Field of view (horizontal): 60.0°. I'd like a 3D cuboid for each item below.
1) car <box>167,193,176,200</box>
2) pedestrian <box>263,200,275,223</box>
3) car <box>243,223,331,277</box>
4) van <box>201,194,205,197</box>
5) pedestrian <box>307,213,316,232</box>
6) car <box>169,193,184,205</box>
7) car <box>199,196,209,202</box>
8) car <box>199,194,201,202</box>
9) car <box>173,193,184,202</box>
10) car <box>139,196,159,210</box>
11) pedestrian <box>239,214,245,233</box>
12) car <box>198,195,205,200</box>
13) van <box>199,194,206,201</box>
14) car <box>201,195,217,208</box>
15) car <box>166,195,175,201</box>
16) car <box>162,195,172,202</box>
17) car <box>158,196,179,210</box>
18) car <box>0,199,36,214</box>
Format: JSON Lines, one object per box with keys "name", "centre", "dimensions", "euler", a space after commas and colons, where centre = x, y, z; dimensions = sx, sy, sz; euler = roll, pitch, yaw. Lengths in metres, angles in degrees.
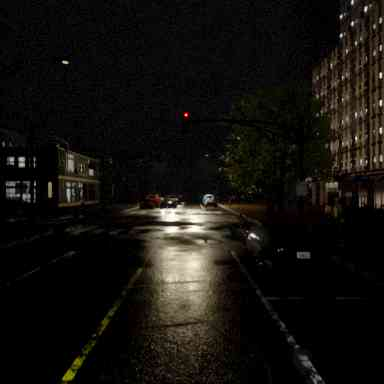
{"name": "car", "centre": [-5.660, 1.323, 92.561], "dimensions": [2.192, 1.841, 5.009], "euler": [0, 0, 0]}
{"name": "pedestrian", "centre": [4.135, 1.295, 17.798], "dimensions": [0.375, 1.860, 0.375], "euler": [0, 0, 0]}
{"name": "car", "centre": [2.697, 1.566, 10.123], "dimensions": [1.947, 1.339, 4.313], "euler": [0, 0, 0]}
{"name": "van", "centre": [2.710, 1.345, 53.704], "dimensions": [1.690, 1.788, 3.998], "euler": [0, 0, 0]}
{"name": "pedestrian", "centre": [6.162, 1.522, 17.092], "dimensions": [0.500, 1.100, 0.500], "euler": [0, 0, 0]}
{"name": "car", "centre": [-3.053, 1.228, 59.658], "dimensions": [2.150, 2.045, 5.566], "euler": [0, 0, 0]}
{"name": "car", "centre": [2.715, 1.572, 75.908], "dimensions": [1.947, 1.339, 4.313], "euler": [0, 0, 0]}
{"name": "car", "centre": [2.712, 1.555, 64.806], "dimensions": [2.008, 1.369, 4.403], "euler": [0, 0, 0]}
{"name": "car", "centre": [-2.978, 1.222, 75.494], "dimensions": [2.150, 2.045, 5.566], "euler": [0, 0, 0]}
{"name": "car", "centre": [-5.675, 1.584, 42.602], "dimensions": [1.802, 1.307, 4.206], "euler": [0, 0, 0]}
{"name": "pedestrian", "centre": [2.769, 1.675, 18.292], "dimensions": [0.500, 1.100, 0.500], "euler": [0, 0, 0]}
{"name": "car", "centre": [2.721, 1.534, 92.731], "dimensions": [1.752, 1.417, 4.829], "euler": [0, 0, 0]}
{"name": "van", "centre": [2.720, 1.349, 87.010], "dimensions": [1.690, 1.788, 3.998], "euler": [0, 0, 0]}
{"name": "car", "centre": [2.707, 1.528, 48.322], "dimensions": [1.752, 1.417, 4.829], "euler": [0, 0, 0]}
{"name": "car", "centre": [-5.662, 1.558, 87.010], "dimensions": [2.008, 1.369, 4.403], "euler": [0, 0, 0]}
{"name": "car", "centre": [-5.665, 1.531, 75.738], "dimensions": [1.752, 1.417, 4.829], "euler": [0, 0, 0]}
{"name": "car", "centre": [-3.081, 1.566, 43.810], "dimensions": [1.994, 1.385, 4.181], "euler": [0, 0, 0]}
{"name": "car", "centre": [-17.260, 1.371, 31.608], "dimensions": [4.507, 1.381, 1.887], "euler": [1, -1, -1]}
